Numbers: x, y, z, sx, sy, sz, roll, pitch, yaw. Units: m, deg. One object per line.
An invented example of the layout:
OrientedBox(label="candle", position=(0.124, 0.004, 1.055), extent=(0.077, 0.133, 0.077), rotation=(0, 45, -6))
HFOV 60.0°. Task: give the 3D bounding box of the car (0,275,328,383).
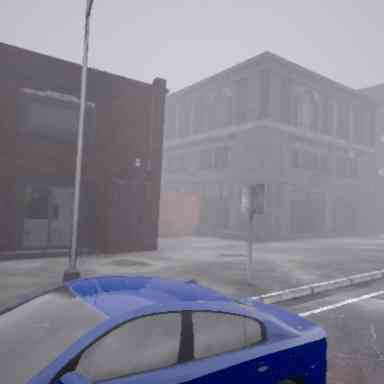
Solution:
OrientedBox(label="car", position=(-0.746, 1.599, 3.147), extent=(5.008, 1.535, 1.882), rotation=(10, -6, -35))
